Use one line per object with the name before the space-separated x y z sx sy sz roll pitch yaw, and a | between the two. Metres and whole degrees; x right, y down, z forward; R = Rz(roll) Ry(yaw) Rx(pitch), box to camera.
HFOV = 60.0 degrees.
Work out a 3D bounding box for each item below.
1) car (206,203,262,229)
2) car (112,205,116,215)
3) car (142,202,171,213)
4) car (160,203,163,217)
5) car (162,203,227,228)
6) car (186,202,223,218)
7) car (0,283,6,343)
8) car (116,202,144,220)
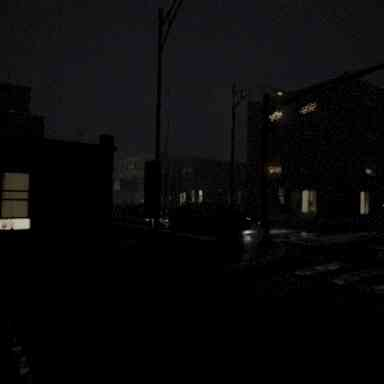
car | 3.102 1.759 23.762 1.812 1.442 4.674 2 -2 -35
car | -10.265 1.893 38.082 1.947 1.339 4.313 1 -1 -35
car | -4.871 2.133 45.423 2.008 1.369 4.403 1 -1 -35
car | -4.372 1.849 34.430 1.837 1.490 4.892 2 -1 -35
car | 0.069 1.718 23.341 1.887 1.381 4.507 1 -1 -35
car | 1.345 1.929 36.570 1.967 1.590 4.097 1 -1 -35
car | -4.419 1.537 3.388 4.403 1.369 2.008 1 1 -36
car | -5.098 1.831 30.711 1.802 1.307 4.206 1 -1 -35
